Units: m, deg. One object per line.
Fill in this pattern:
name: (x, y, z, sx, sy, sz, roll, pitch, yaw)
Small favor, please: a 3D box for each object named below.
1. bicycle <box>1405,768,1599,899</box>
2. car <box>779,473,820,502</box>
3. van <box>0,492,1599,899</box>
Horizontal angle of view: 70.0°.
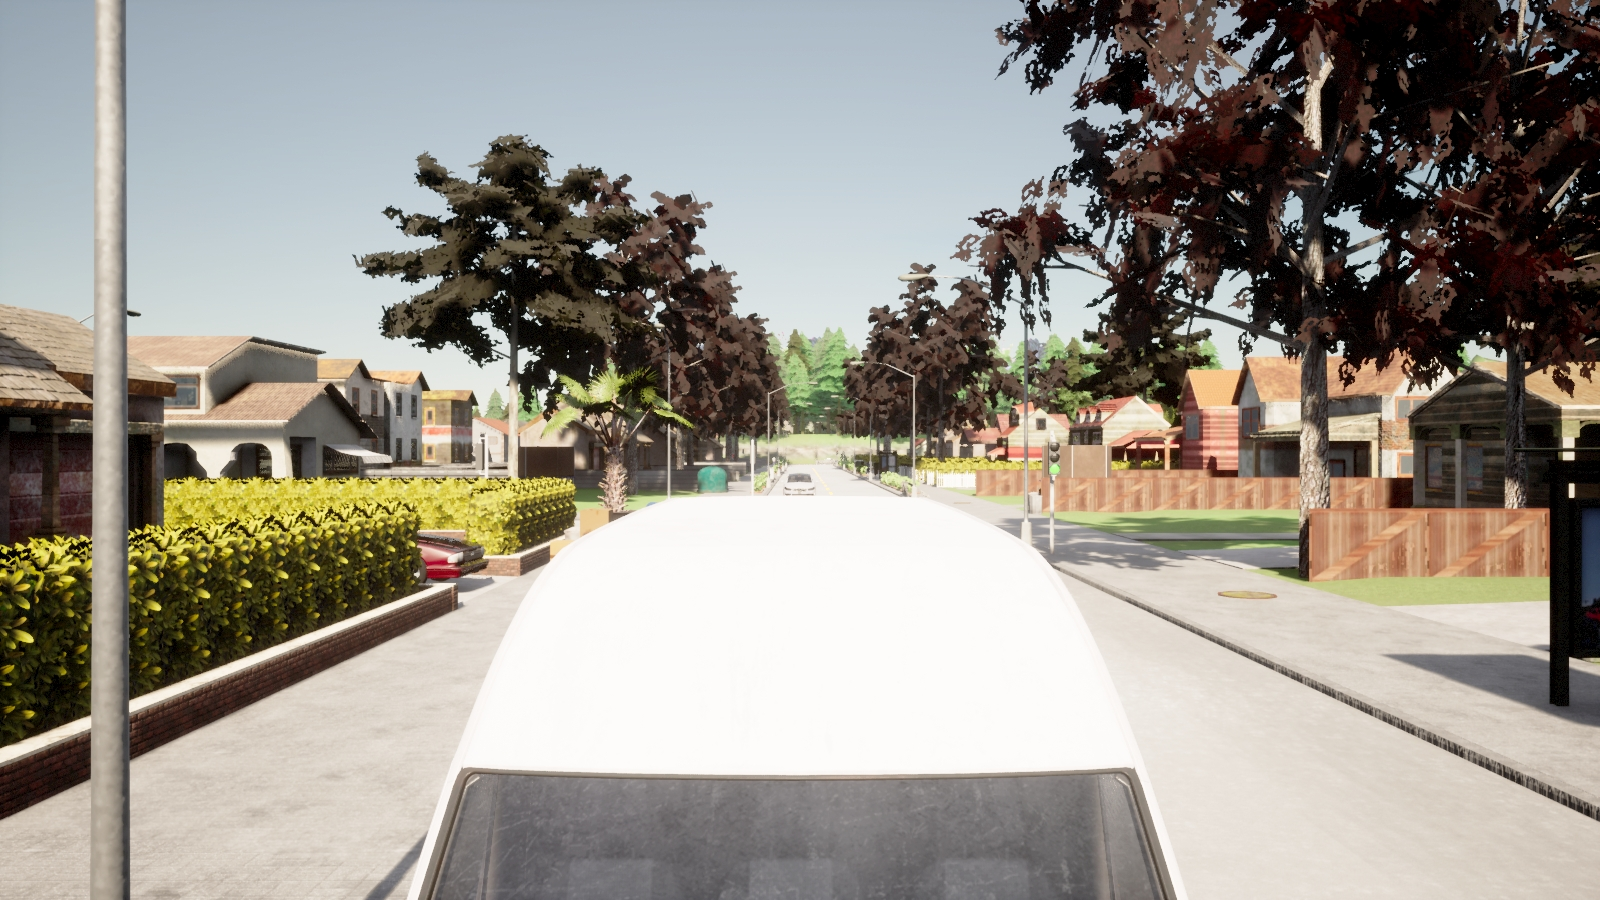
bicycle: (2.687, 2.062, 3.843, 0.329, 1.471, 1.835, 0, 0, 0)
car: (-0.024, 2.087, 64.511, 2.231, 1.480, 4.892, 0, 0, 0)
van: (0.002, 1.537, 4.030, 1.988, 2.561, 5.915, 0, 0, 0)
